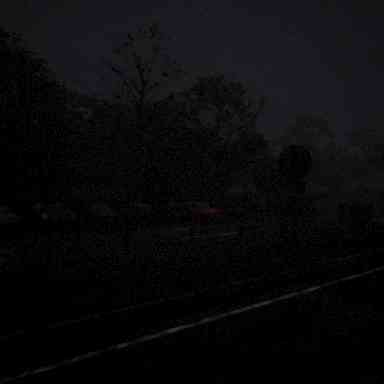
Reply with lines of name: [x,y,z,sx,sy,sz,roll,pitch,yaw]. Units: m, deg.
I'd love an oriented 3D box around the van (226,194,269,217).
van: [4.965,1.209,30.144,1.878,1.987,4.442,0,0,-36]

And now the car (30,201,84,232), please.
car: [-8.664,1.363,20.578,2.185,1.767,4.553,0,0,-36]

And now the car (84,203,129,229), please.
car: [-6.391,1.479,22.172,2.097,1.535,5.008,0,0,-36]

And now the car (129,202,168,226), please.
car: [-4.127,1.471,23.777,2.231,1.521,4.892,0,0,-36]

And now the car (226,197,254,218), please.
car: [2.624,1.472,28.650,2.163,1.488,4.792,0,0,-36]

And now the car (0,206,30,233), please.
car: [-10.901,1.538,18.936,2.002,1.452,4.674,0,0,-36]

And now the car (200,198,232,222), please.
car: [0.491,1.448,26.859,1.946,1.575,5.366,0,0,-36]

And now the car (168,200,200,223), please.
car: [-1.891,1.490,25.420,2.163,1.488,4.792,0,0,-36]
